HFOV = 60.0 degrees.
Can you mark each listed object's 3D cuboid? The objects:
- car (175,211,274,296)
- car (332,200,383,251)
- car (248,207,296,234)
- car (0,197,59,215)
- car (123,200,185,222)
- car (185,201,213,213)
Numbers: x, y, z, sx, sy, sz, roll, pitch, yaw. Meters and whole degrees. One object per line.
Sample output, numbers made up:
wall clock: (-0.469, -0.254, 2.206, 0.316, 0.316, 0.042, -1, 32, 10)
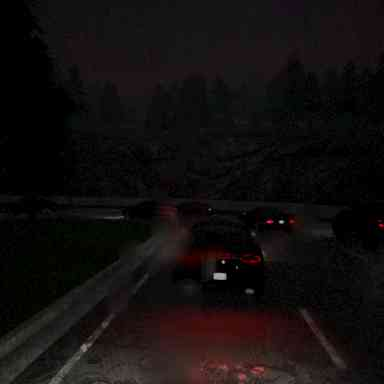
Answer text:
car: (0.710, 1.482, 8.771, 1.882, 1.535, 5.008, 1, -1, 4)
car: (8.160, 1.368, 14.782, 2.150, 2.045, 5.566, 1, 0, 4)
car: (4.357, 1.612, 19.915, 2.033, 1.411, 5.357, 1, 0, -8)
car: (-14.252, 1.158, 28.833, 5.008, 1.535, 1.882, 1, -1, -23)
car: (-3.230, 1.411, 25.398, 4.892, 1.490, 1.837, 1, -2, 37)
car: (-0.065, 1.526, 31.419, 4.181, 1.385, 1.994, 1, 0, 32)
